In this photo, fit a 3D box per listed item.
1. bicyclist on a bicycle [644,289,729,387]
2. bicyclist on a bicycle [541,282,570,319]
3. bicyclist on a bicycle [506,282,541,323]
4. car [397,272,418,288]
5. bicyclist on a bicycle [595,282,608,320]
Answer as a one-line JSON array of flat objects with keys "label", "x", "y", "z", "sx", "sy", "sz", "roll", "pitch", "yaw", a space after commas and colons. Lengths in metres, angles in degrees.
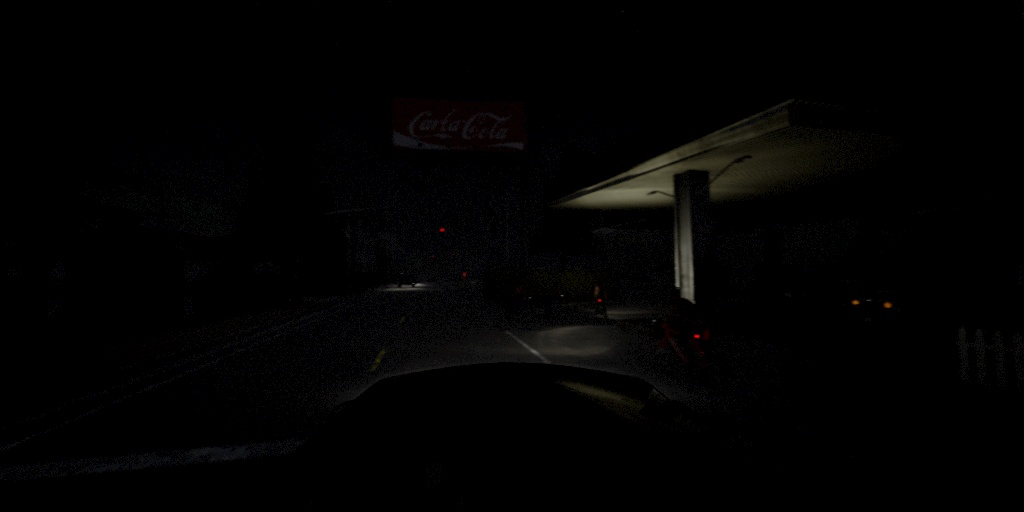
[{"label": "bicyclist on a bicycle", "x": 3.104, "y": 1.436, "z": 6.549, "sx": 0.582, "sy": 1.620, "sz": 1.656, "roll": 4, "pitch": -4, "yaw": -32}, {"label": "bicyclist on a bicycle", "x": 1.826, "y": 1.980, "z": 16.032, "sx": 1.656, "sy": 1.620, "sz": 0.582, "roll": 1, "pitch": -3, "yaw": -10}, {"label": "bicyclist on a bicycle", "x": 0.285, "y": 1.910, "z": 14.919, "sx": 0.582, "sy": 1.620, "sz": 1.656, "roll": 2, "pitch": -3, "yaw": -42}, {"label": "car", "x": -14.580, "y": 3.283, "z": 49.700, "sx": 2.150, "sy": 2.045, "sz": 5.566, "roll": 0, "pitch": -3, "yaw": -14}, {"label": "bicyclist on a bicycle", "x": 3.920, "y": 1.953, "z": 15.753, "sx": 0.582, "sy": 1.620, "sz": 1.656, "roll": -2, "pitch": -3, "yaw": 27}]
